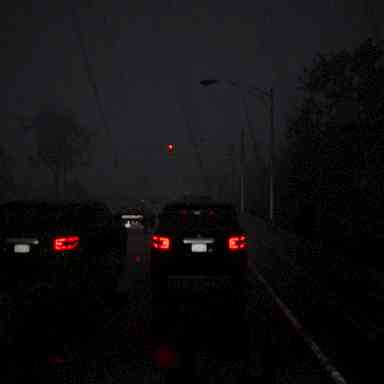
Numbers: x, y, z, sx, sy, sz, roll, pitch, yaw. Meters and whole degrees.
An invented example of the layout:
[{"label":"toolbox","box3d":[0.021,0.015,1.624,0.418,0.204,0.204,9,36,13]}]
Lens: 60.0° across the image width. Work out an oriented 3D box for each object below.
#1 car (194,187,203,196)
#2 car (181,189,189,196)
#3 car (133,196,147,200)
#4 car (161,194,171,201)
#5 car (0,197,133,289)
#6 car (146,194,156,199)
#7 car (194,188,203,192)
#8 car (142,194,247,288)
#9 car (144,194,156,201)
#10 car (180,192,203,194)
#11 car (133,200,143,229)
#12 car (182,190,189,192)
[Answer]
[{"label":"car","box3d":[1.684,-0.105,87.732,2.150,2.045,5.566,0,3,1]},{"label":"car","box3d":[-1.815,0.149,87.792,1.882,1.535,5.008,0,3,1]},{"label":"car","box3d":[-9.560,1.506,57.077,1.895,1.301,4.718,0,0,2]},{"label":"car","box3d":[-5.646,1.229,72.706,1.895,1.301,4.718,0,2,1]},{"label":"car","box3d":[-3.331,1.206,9.253,2.150,2.045,5.566,0,0,1]},{"label":"car","box3d":[-6.050,1.452,57.316,2.033,1.411,5.357,0,0,2]},{"label":"car","box3d":[1.465,0.721,77.681,2.097,1.767,4.553,0,3,1]},{"label":"car","box3d":[0.170,1.206,9.341,2.150,2.045,5.566,0,0,1]},{"label":"car","box3d":[-9.154,1.207,72.377,1.994,1.385,4.181,0,2,1]},{"label":"car","box3d":[0.327,1.189,19.671,2.150,2.045,5.566,0,0,1]},{"label":"car","box3d":[-3.189,1.460,19.121,2.128,1.511,4.902,0,0,1]},{"label":"car","box3d":[-2.043,0.925,77.381,2.033,1.411,5.357,0,3,1]}]
